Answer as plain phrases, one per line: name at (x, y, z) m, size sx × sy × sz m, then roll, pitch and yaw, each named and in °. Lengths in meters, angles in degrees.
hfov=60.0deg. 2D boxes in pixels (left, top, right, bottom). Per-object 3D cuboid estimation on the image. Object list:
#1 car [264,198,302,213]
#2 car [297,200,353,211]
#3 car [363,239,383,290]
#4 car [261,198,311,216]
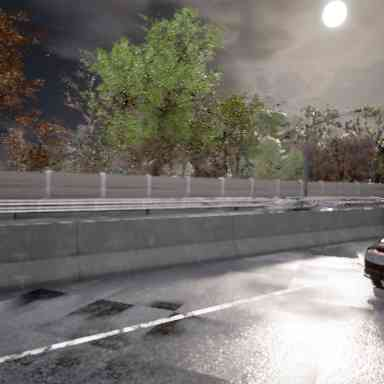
car at (7.867, 1.332, 26.006) m, size 4.892 × 1.490 × 1.837 m, roll 0°, pitch 1°, yaw -34°
car at (9.624, 1.434, 22.971) m, size 4.181 × 1.385 × 1.994 m, roll 0°, pitch 1°, yaw -34°
car at (5.953, 1.469, 7.689) m, size 4.902 × 1.511 × 2.128 m, roll 0°, pitch 1°, yaw -34°
car at (8.722, 1.316, 30.773) m, size 4.674 × 1.442 × 1.812 m, roll 0°, pitch 1°, yaw -34°
